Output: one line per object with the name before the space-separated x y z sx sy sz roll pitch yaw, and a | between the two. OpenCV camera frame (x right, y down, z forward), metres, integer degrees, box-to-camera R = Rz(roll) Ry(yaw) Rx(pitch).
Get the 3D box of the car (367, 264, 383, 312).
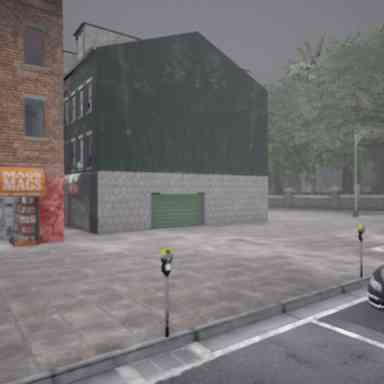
car | 5.134 1.517 6.494 4.403 1.369 2.008 0 0 -36
